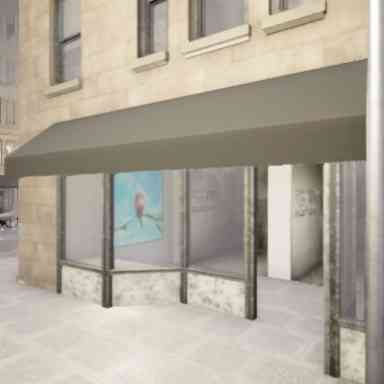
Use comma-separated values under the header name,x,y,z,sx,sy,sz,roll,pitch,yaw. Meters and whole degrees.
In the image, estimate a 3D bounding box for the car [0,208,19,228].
name,x,y,z,sx,sy,sz,roll,pitch,yaw
car,-11.269,1.610,22.802,1.947,1.339,4.313,0,0,35
